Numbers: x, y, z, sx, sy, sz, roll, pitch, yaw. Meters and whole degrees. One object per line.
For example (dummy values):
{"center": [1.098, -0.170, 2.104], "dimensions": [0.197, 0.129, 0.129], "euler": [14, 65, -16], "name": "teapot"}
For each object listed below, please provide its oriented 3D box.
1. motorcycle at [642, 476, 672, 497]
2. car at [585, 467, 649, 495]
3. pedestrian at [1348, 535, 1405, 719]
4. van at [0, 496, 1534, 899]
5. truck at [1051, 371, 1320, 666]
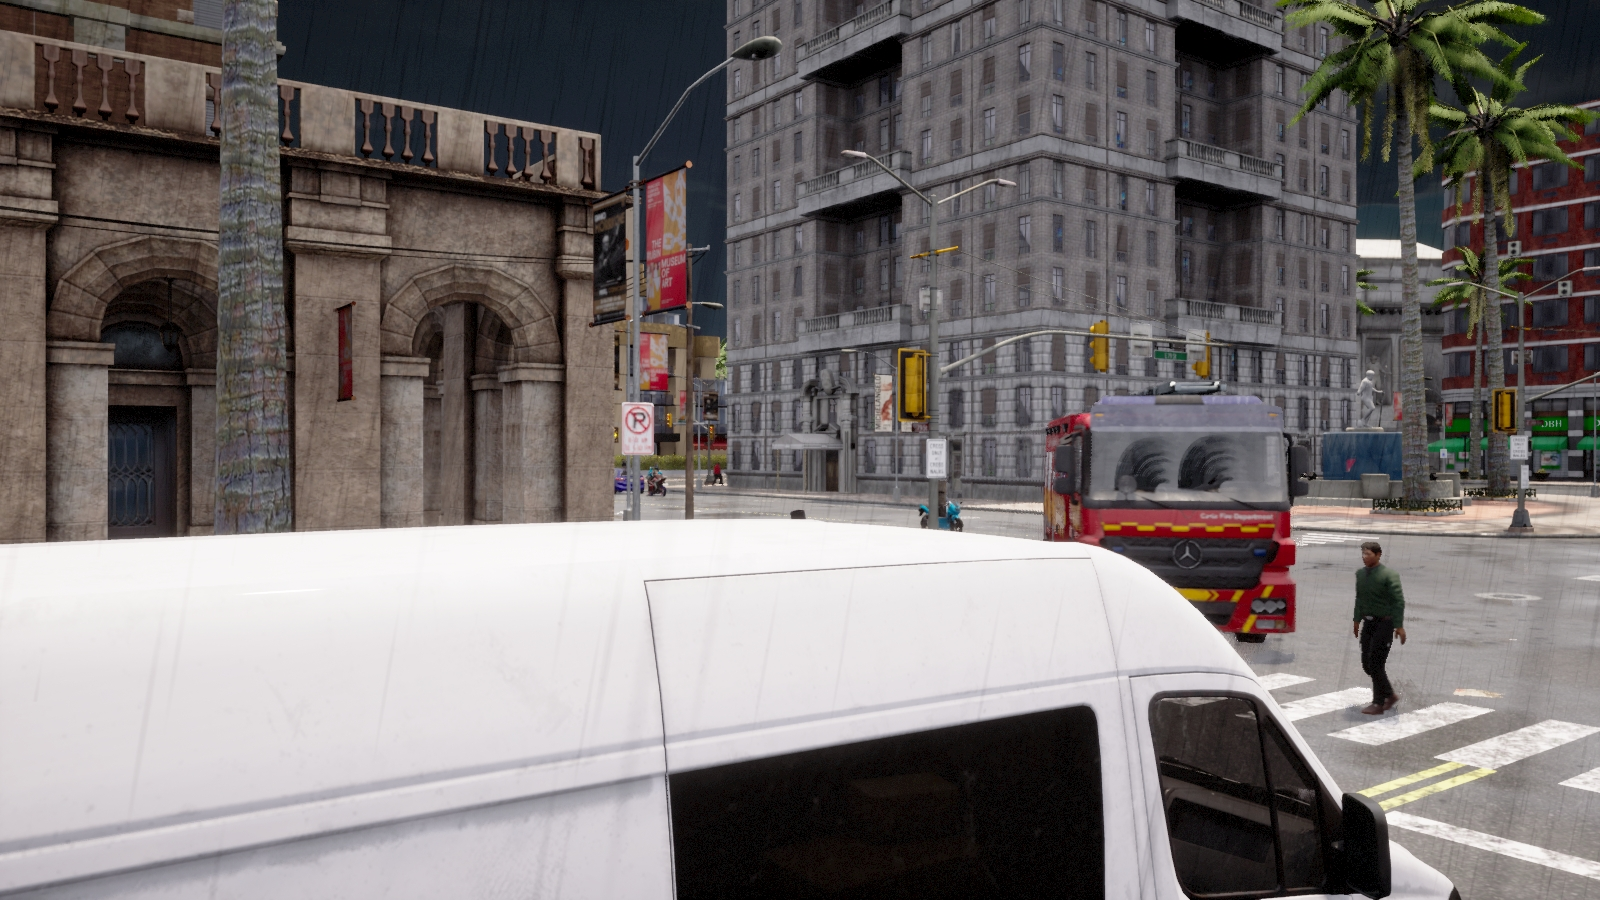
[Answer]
{"center": [-8.633, 2.192, 68.938], "dimensions": [0.867, 1.251, 2.209], "euler": [0, 0, -35], "name": "motorcycle"}
{"center": [-11.778, 1.955, 73.402], "dimensions": [2.242, 1.667, 4.611], "euler": [0, 0, -35], "name": "car"}
{"center": [6.055, 1.843, 11.999], "dimensions": [0.375, 1.860, 0.375], "euler": [0, 0, -19], "name": "pedestrian"}
{"center": [0.019, 1.533, 3.806], "dimensions": [5.915, 2.561, 1.988], "euler": [0, 0, -35], "name": "van"}
{"center": [5.962, 0.883, 19.223], "dimensions": [2.891, 3.827, 8.468], "euler": [0, 0, 9], "name": "truck"}
